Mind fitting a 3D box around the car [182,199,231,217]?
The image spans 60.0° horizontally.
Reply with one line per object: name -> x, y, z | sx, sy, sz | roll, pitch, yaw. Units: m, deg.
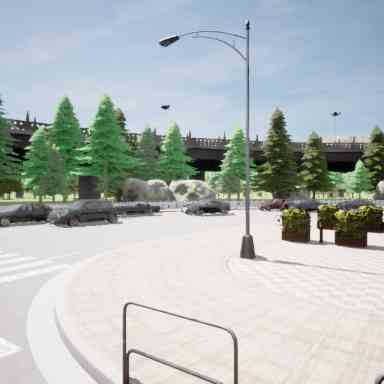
car -> 1.367, 1.437, 31.019 | 4.902, 1.511, 2.128 | 0, 0, -34

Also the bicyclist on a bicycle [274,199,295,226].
bicyclist on a bicycle -> 5.554, 1.245, 19.593 | 0.582, 1.620, 1.656 | 0, 0, -44

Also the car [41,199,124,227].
car -> -7.248, 1.296, 22.343 | 2.097, 1.767, 4.553 | 0, 0, 39

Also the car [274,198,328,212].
car -> 12.133, 1.492, 36.001 | 5.357, 1.411, 2.033 | 0, 0, -13

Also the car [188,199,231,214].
car -> 1.853, 1.508, 35.367 | 4.181, 1.385, 1.994 | 0, 0, -29

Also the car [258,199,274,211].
car -> 9.980, 1.470, 38.799 | 4.674, 1.442, 1.812 | 0, 0, -15

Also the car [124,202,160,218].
car -> -5.238, 1.545, 30.079 | 4.718, 1.301, 1.895 | 0, 0, -44

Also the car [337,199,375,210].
car -> 19.756, 1.509, 40.175 | 4.181, 1.385, 1.994 | 0, 0, 0

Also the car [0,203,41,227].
car -> -11.391, 1.492, 22.723 | 2.033, 1.411, 5.357 | 0, 0, 37
